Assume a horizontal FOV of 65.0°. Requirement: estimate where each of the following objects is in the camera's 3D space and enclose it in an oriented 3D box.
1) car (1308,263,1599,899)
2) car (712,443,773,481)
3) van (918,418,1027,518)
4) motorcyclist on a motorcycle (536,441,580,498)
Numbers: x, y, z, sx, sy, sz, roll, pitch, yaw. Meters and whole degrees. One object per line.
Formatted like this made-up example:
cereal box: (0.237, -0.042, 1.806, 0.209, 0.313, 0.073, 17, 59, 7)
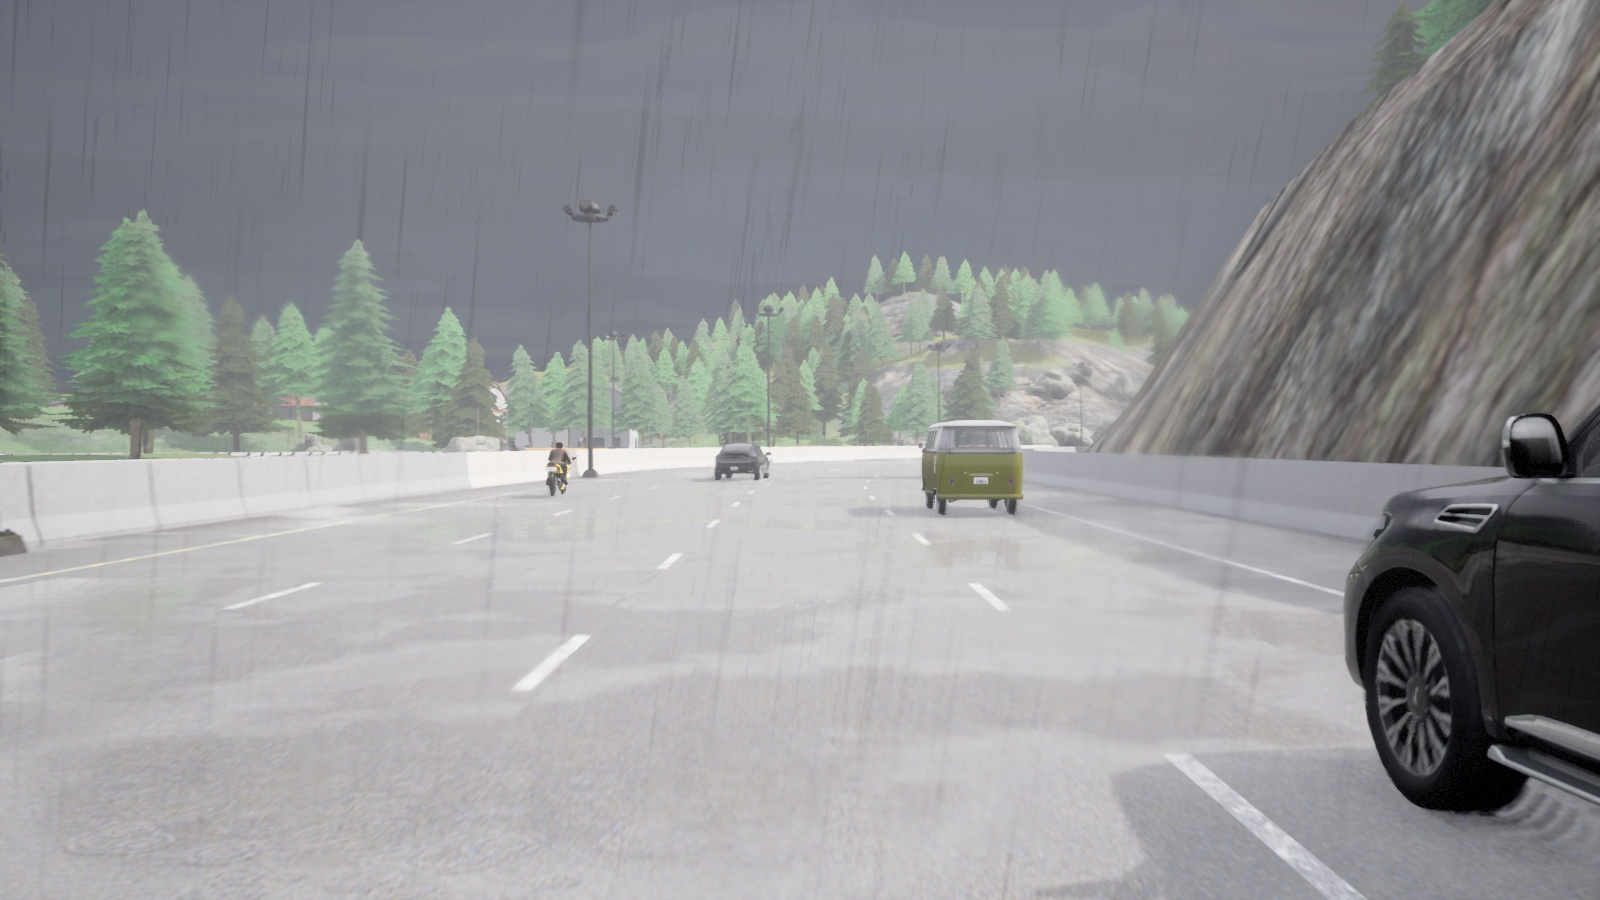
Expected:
car: (3.535, 0.450, 3.325, 2.150, 2.045, 5.566, 0, 0, 0)
car: (-2.317, 0.461, 51.732, 1.837, 1.490, 4.892, 0, 0, 6)
van: (3.672, 0.349, 27.419, 1.775, 1.987, 4.442, 0, 0, 0)
motorcyclist on a motorcycle: (-6.771, 0.527, 35.195, 0.797, 1.523, 2.044, 0, 0, 1)
